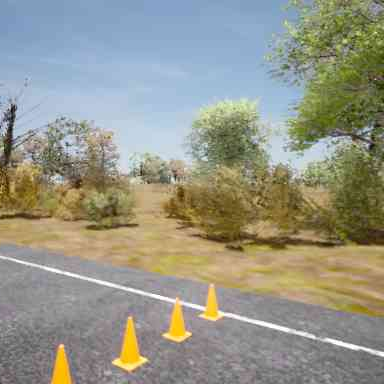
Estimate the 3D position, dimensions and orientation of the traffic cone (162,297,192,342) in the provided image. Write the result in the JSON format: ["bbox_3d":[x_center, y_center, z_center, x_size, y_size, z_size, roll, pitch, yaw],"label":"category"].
[{"bbox_3d":[-0.235,1.943,5.186,0.340,0.580,0.340,1,0,36],"label":"traffic cone"}]

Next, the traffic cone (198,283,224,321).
[{"bbox_3d":[0.348,1.946,5.998,0.340,0.580,0.340,1,0,36],"label":"traffic cone"}]

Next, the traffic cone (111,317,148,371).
[{"bbox_3d":[-0.819,1.940,4.374,0.340,0.580,0.340,1,0,36],"label":"traffic cone"}]

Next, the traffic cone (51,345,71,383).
[{"bbox_3d":[-1.402,1.936,3.562,0.340,0.580,0.340,1,0,36],"label":"traffic cone"}]
